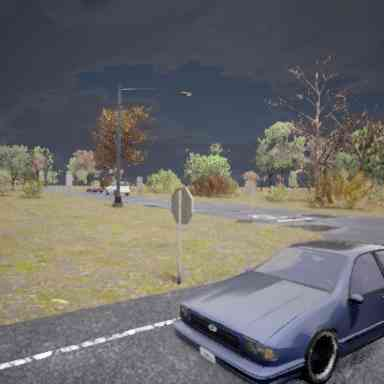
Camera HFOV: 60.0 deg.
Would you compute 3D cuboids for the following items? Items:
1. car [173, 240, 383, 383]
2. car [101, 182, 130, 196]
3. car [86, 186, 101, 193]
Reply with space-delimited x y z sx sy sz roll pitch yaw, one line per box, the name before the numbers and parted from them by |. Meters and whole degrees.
car | 2.355 1.566 5.541 5.357 1.411 2.033 0 0 -35
car | -11.534 -0.493 51.428 2.150 2.045 5.566 0 2 -36
car | -17.613 -0.450 59.910 1.895 1.301 4.718 0 2 -36
